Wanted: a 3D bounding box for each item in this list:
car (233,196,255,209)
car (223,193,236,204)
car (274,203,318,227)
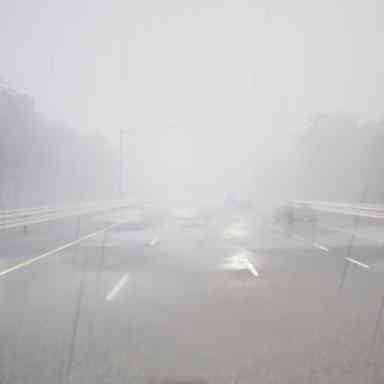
[{"bbox_3d":[7.117,1.576,44.557,1.994,1.385,4.181,0,0,0],"label":"car"},{"bbox_3d":[7.230,1.229,63.431,2.150,2.045,5.566,0,0,0],"label":"car"},{"bbox_3d":[7.033,1.497,22.935,2.128,1.511,4.902,0,0,0],"label":"car"}]
